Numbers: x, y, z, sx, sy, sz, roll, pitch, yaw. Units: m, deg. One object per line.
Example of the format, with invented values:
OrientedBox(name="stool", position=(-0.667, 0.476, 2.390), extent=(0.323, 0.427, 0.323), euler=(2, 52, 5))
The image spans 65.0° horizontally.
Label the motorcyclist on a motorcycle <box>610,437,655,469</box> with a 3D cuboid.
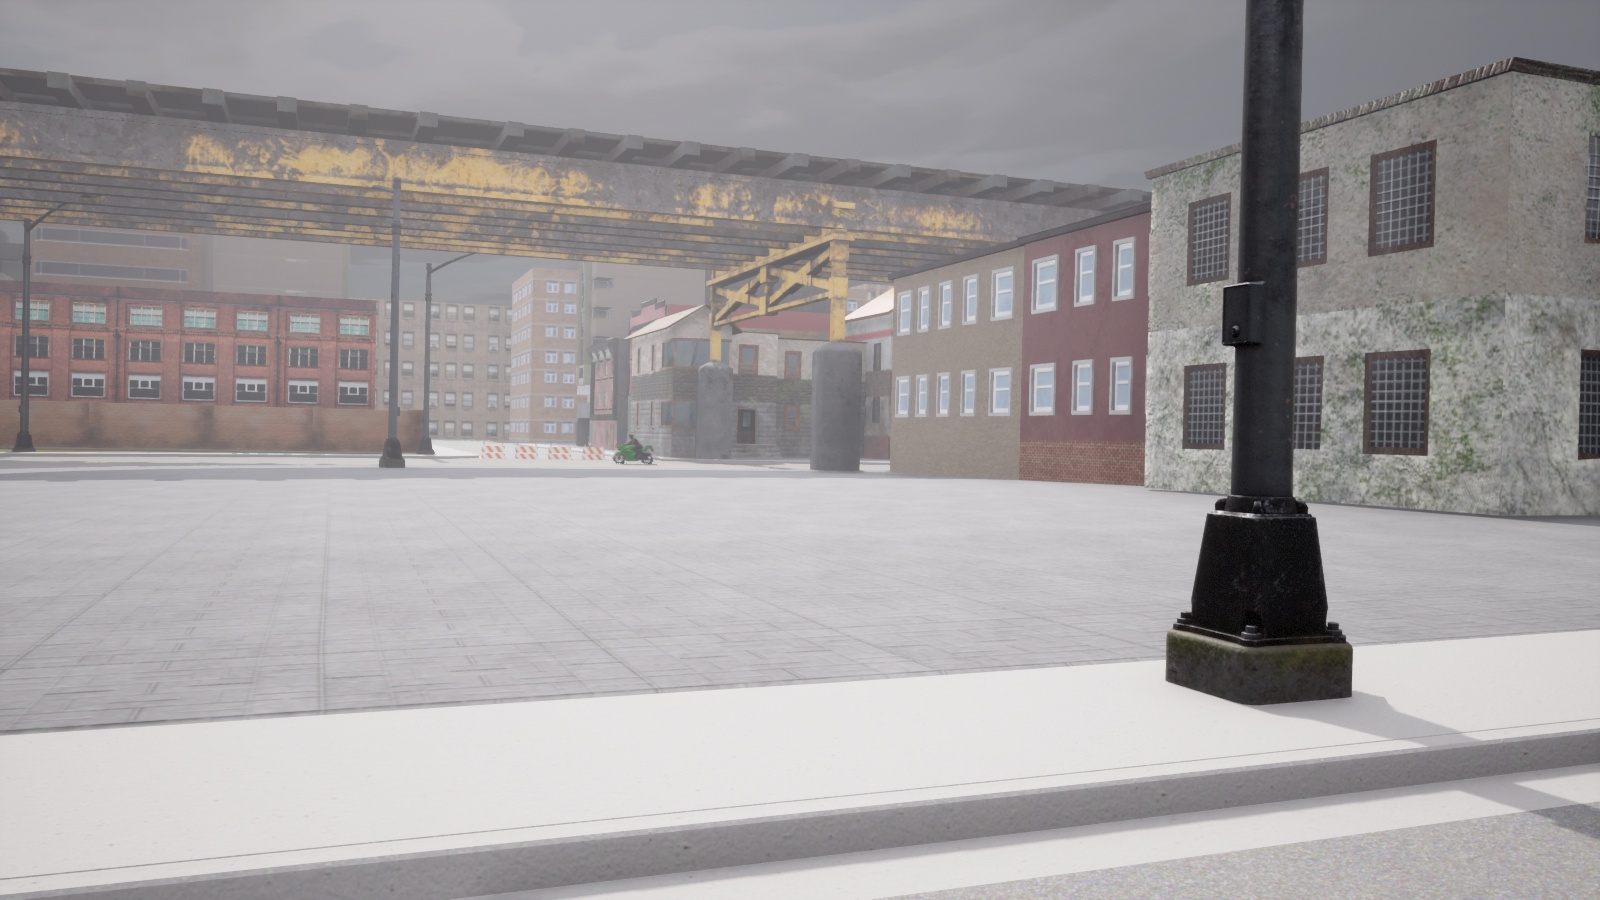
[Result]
OrientedBox(name="motorcyclist on a motorcycle", position=(-8.198, 0.140, 61.535), extent=(2.044, 1.523, 0.797), euler=(0, 1, -20))
